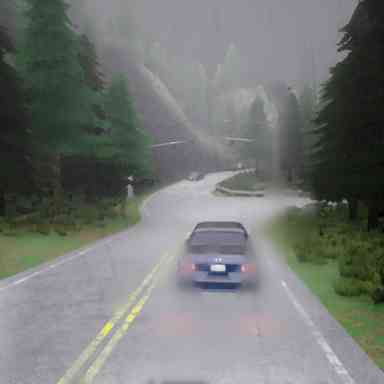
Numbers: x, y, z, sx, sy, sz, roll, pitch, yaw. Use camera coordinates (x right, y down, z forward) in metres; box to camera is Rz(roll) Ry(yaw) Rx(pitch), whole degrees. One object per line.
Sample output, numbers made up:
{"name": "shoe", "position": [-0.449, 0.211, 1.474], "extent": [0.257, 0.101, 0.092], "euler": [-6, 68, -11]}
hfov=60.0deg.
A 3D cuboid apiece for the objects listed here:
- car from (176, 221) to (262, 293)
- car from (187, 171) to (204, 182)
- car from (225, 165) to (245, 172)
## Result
{"name": "car", "position": [0.736, 1.495, 8.910], "extent": [2.033, 1.411, 5.357], "euler": [0, 0, 5]}
{"name": "car", "position": [0.594, -2.594, 55.141], "extent": [2.128, 1.511, 4.902], "euler": [1, 10, 19]}
{"name": "car", "position": [8.814, -4.873, 68.544], "extent": [4.718, 1.301, 1.895], "euler": [-11, 11, -43]}
